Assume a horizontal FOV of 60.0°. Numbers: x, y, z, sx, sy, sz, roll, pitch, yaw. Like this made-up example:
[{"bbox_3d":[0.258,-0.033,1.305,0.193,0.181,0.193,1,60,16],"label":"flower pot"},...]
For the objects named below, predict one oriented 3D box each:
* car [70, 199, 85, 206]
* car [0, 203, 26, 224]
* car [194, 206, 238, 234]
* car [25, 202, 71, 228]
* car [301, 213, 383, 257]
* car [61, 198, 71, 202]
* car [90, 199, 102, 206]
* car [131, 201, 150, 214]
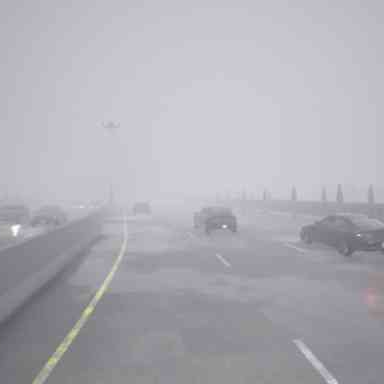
[{"bbox_3d":[-22.635,2.070,66.798,1.895,1.301,4.718,0,0,-12],"label":"car"},{"bbox_3d":[-14.422,1.723,26.856,1.837,1.490,4.892,0,0,-12],"label":"car"},{"bbox_3d":[1.325,1.610,20.224,1.837,1.490,4.892,0,0,-10],"label":"car"},{"bbox_3d":[-10.288,1.709,24.163,1.812,1.442,4.674,0,0,-12],"label":"car"},{"bbox_3d":[6.025,1.569,13.098,1.812,1.442,4.674,0,0,-7],"label":"car"},{"bbox_3d":[-27.595,1.951,73.455,2.033,1.411,5.357,0,0,-12],"label":"car"},{"bbox_3d":[-18.579,1.999,64.467,1.994,1.385,4.181,0,0,-12],"label":"car"},{"bbox_3d":[-5.834,1.729,38.074,2.128,1.511,4.902,0,0,-12],"label":"car"}]
